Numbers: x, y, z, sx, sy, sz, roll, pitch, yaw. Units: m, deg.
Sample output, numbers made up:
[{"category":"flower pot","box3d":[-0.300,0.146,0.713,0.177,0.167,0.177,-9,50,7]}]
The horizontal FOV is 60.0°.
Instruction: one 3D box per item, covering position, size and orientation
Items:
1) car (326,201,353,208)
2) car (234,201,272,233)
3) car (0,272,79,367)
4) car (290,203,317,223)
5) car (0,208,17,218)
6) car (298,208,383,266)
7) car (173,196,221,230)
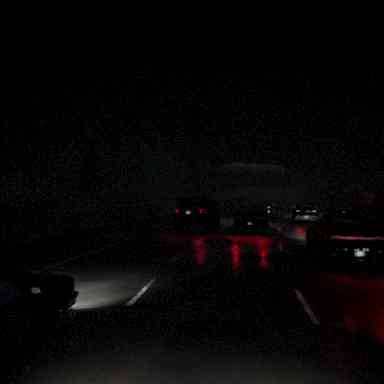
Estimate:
[{"category":"car","box3d":[13.702,1.616,31.132,1.882,1.535,5.008,0,0,15]},{"category":"car","box3d":[3.687,1.547,20.245,1.882,1.535,5.008,0,0,14]},{"category":"car","box3d":[-3.137,1.545,3.585,2.033,1.411,5.357,0,0,4]},{"category":"car","box3d":[8.854,1.598,26.358,2.128,1.511,4.902,0,0,14]},{"category":"car","box3d":[-11.591,1.507,17.671,1.837,1.490,4.892,0,-1,13]},{"category":"car","box3d":[5.260,1.545,11.812,2.128,1.511,4.902,0,0,12]},{"category":"car","box3d":[0.438,1.281,21.752,2.150,2.045,5.566,0,0,14]}]
